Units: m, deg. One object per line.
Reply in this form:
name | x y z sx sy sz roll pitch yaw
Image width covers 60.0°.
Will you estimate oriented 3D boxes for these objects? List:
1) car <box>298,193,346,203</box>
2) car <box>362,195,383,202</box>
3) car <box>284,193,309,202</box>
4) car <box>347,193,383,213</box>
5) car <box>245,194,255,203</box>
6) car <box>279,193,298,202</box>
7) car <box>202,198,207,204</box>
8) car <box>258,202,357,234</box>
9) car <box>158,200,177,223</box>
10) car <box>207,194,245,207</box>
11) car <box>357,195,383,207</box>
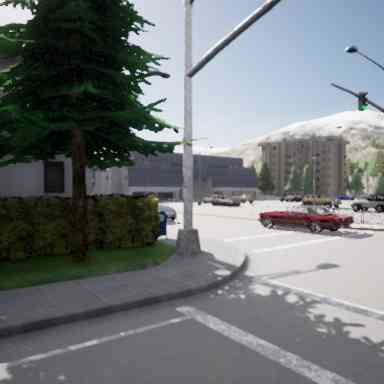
car | 16.074 1.084 41.341 1.932 1.855 4.605 0 0 -36
car | 37.993 1.359 69.813 1.970 1.475 3.806 0 0 -36
car | 20.919 1.078 66.800 1.932 1.855 4.605 0 0 -36
car | 18.019 1.065 33.039 1.905 1.878 3.866 0 0 -36
car | 8.436 1.140 57.269 2.152 1.636 5.027 0 0 -36
car | 18.806 1.058 64.763 1.905 1.878 3.866 0 0 -36
car | 3.424 1.221 53.248 1.970 1.475 3.806 0 0 -36
car | 5.844 1.392 17.711 1.895 1.301 4.718 0 0 -38
car | -2.890 1.296 23.193 2.128 1.511 4.902 0 0 -36
car | 4.584 1.288 45.390 2.007 1.523 4.514 0 0 -36
car | 26.587 1.280 48.061 2.007 1.523 4.514 0 0 -36
